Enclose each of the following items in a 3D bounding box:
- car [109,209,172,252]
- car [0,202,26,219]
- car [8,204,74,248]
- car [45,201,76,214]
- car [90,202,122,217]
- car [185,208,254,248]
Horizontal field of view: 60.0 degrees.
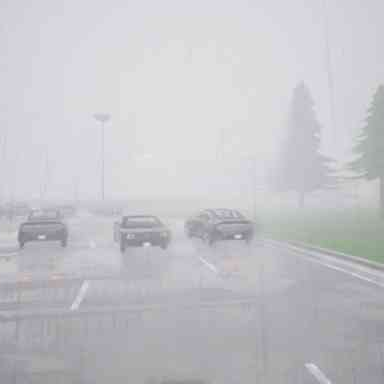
[{"bbox_3d":[-2.311,1.626,14.251,1.895,1.301,4.718,0,0,-17],"label":"car"},{"bbox_3d":[-16.309,1.630,30.432,2.128,1.511,4.902,0,0,-44],"label":"car"},{"bbox_3d":[-6.681,1.550,15.246,2.128,1.511,4.902,0,0,-20],"label":"car"},{"bbox_3d":[-13.130,1.593,32.568,1.882,1.535,5.008,0,0,-42],"label":"car"},{"bbox_3d":[-8.428,1.645,32.456,1.994,1.385,4.181,0,0,-38],"label":"car"},{"bbox_3d":[1.057,1.492,15.010,2.128,1.511,4.902,0,0,-17],"label":"car"}]
